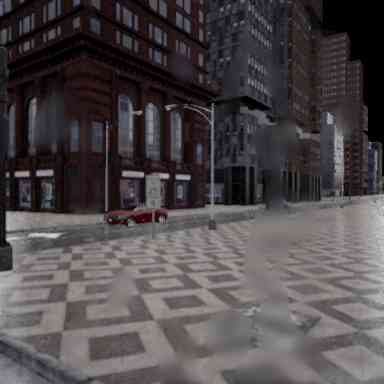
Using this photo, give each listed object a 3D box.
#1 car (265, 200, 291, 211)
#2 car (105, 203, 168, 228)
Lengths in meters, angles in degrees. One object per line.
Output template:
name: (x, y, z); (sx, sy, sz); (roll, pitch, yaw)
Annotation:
car: (11.688, 1.746, 44.975); (2.033, 1.411, 5.357); (0, 0, 36)
car: (-3.784, 1.554, 23.387); (1.882, 1.535, 5.008); (0, 0, 35)
